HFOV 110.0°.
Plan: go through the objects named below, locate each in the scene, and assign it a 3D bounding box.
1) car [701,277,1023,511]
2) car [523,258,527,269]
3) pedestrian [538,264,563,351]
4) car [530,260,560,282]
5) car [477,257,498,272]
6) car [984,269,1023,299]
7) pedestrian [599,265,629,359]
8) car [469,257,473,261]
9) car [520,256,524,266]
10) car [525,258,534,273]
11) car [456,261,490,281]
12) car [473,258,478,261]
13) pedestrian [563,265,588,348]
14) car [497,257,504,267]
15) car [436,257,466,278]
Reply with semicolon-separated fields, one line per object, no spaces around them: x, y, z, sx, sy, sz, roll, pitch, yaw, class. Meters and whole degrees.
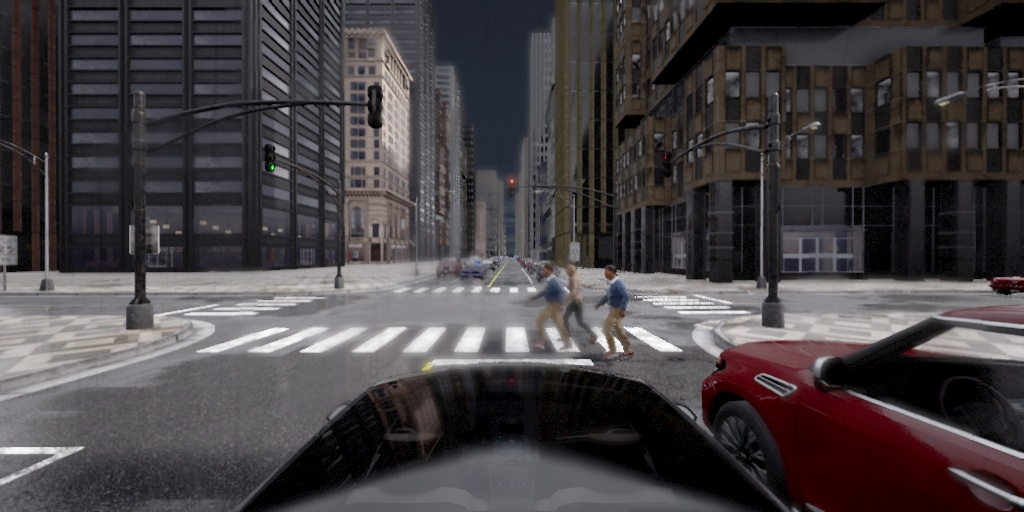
2.763;1.065;1.239;2.192;1.841;5.009;0;0;0;car
2.771;1.245;45.134;1.888;1.381;4.507;0;0;0;car
0.797;1.036;7.484;0.375;1.860;0.375;0;0;0;pedestrian
2.768;1.268;28.212;2.007;1.370;4.403;0;0;0;car
-3.084;1.224;45.625;1.812;1.442;4.674;0;0;0;car
25.240;1.269;16.440;4.718;1.301;1.895;0;0;0;car
1.953;1.037;6.876;0.375;1.860;0.375;0;0;0;pedestrian
-5.755;1.145;39.486;1.967;1.591;4.097;0;0;0;car
2.774;1.129;56.415;1.967;1.591;4.097;0;0;0;car
2.770;1.256;39.493;2.007;1.370;4.403;0;0;0;car
-3.093;1.317;29.327;1.895;1.301;4.718;0;0;0;car
-5.754;1.265;45.127;1.948;1.339;4.313;0;0;0;car
1.423;1.036;8.083;0.375;1.860;0.375;0;0;0;pedestrian
-2.987;1.298;62.980;2.033;1.411;5.357;0;0;0;car
-5.756;1.026;33.845;2.192;1.841;5.009;0;0;0;car
